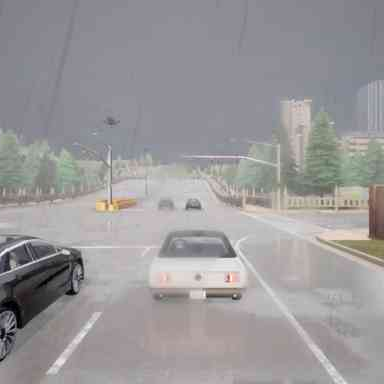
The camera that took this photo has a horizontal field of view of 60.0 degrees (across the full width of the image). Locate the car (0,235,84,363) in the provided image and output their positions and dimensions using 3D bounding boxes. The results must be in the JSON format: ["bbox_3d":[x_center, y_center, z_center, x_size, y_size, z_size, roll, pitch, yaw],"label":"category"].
[{"bbox_3d":[-3.389,1.492,5.796,2.128,1.511,4.902,0,0,0],"label":"car"}]

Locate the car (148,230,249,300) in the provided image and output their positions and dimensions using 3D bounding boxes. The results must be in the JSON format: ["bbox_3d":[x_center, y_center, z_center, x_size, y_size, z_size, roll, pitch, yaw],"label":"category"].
[{"bbox_3d":[0.114,1.601,8.331,1.895,1.301,4.718,0,0,0],"label":"car"}]

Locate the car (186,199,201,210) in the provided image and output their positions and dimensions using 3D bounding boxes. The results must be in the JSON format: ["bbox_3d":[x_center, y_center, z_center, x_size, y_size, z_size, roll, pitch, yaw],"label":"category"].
[{"bbox_3d":[0.180,1.564,43.830,1.994,1.385,4.181,0,0,0],"label":"car"}]

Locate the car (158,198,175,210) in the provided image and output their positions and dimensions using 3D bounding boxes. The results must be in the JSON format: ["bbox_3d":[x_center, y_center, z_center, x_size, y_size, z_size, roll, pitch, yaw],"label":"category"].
[{"bbox_3d":[-3.322,1.505,43.700,1.837,1.490,4.892,0,0,0],"label":"car"}]
